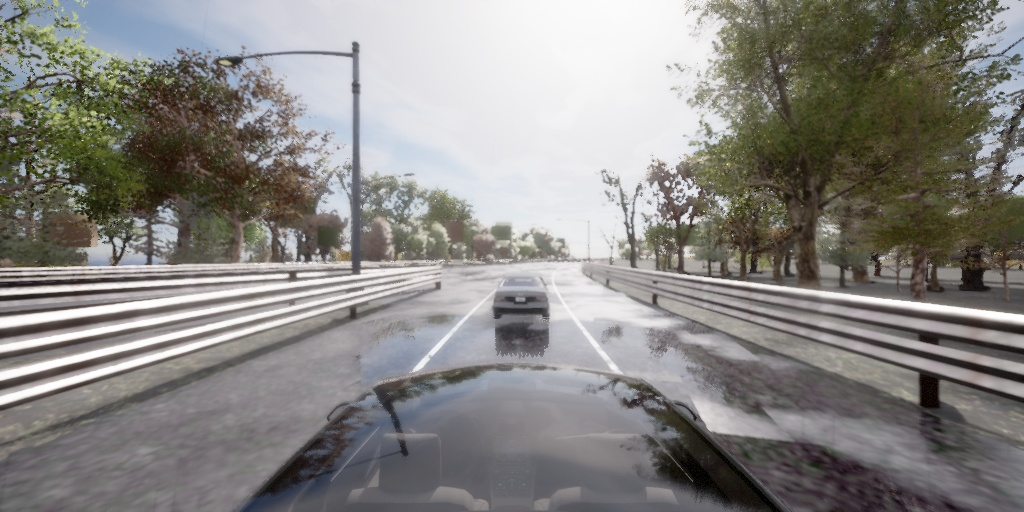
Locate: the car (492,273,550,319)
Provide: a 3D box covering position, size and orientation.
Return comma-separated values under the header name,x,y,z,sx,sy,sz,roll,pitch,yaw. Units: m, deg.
name,x,y,z,sx,sy,sz,roll,pitch,yaw
car,0.397,1.299,12.881,2.033,1.411,5.357,0,0,3
